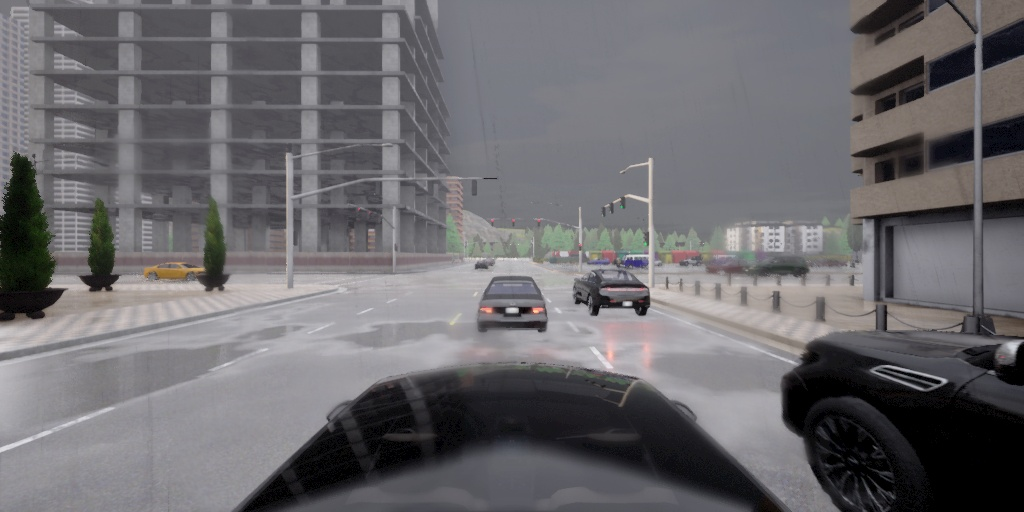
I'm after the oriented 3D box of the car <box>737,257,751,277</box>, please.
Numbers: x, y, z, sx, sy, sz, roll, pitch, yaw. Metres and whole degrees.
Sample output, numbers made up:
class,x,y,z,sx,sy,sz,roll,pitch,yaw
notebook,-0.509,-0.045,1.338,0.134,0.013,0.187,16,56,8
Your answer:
class,x,y,z,sx,sy,sz,roll,pitch,yaw
car,25.116,1.025,34.169,5.566,2.045,2.150,0,0,0

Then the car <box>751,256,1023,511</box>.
class,x,y,z,sx,sy,sz,roll,pitch,yaw
car,3.601,0.968,0.952,2.150,2.045,5.566,0,0,0

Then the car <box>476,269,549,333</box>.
class,x,y,z,sx,sy,sz,roll,pitch,yaw
car,0.015,1.297,10.741,2.033,1.411,5.357,0,0,0

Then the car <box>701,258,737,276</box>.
class,x,y,z,sx,sy,sz,roll,pitch,yaw
car,23.096,1.282,37.652,5.008,1.535,1.882,0,0,0

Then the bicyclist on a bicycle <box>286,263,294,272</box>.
class,x,y,z,sx,sy,sz,roll,pitch,yaw
bicyclist on a bicycle,-25.993,1.105,42.007,0.582,1.620,1.656,0,0,0

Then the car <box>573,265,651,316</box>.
class,x,y,z,sx,sy,sz,roll,pitch,yaw
car,3.489,1.241,13.325,2.128,1.511,4.902,0,0,-1

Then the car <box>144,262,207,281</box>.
class,x,y,z,sx,sy,sz,roll,pitch,yaw
car,-27.706,1.282,30.009,5.008,1.535,1.882,0,0,0

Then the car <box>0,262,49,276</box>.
class,x,y,z,sx,sy,sz,roll,pitch,yaw
car,-51.211,1.330,36.960,4.674,1.442,1.812,0,0,0

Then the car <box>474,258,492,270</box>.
class,x,y,z,sx,sy,sz,roll,pitch,yaw
car,-4.457,1.349,52.911,1.895,1.301,4.718,0,0,-1
